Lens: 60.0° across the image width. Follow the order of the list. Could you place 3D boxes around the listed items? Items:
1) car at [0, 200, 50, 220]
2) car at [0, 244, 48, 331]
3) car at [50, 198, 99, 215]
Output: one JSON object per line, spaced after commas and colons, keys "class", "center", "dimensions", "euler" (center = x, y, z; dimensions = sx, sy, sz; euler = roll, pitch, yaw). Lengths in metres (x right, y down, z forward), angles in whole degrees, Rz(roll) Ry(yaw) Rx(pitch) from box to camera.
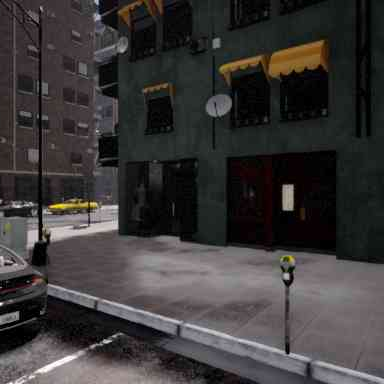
{"class": "car", "center": [-13.932, 1.350, 25.986], "dimensions": [2.008, 1.369, 4.403], "euler": [1, 1, 35]}
{"class": "car", "center": [-4.360, 1.551, 5.980], "dimensions": [4.403, 1.369, 2.008], "euler": [0, 0, 35]}
{"class": "car", "center": [-10.845, 1.250, 30.412], "dimensions": [1.752, 1.417, 4.829], "euler": [1, 1, 35]}
